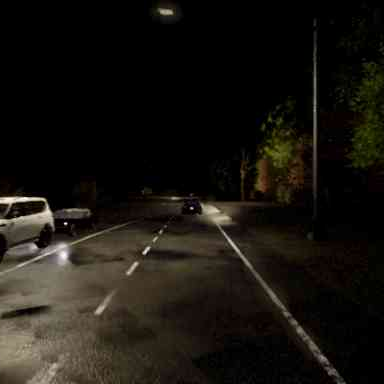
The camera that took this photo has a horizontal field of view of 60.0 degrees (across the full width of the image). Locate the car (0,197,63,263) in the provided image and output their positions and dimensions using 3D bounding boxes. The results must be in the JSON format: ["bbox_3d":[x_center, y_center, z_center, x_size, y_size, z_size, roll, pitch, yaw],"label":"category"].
[{"bbox_3d":[-6.916,1.224,11.846,2.150,2.045,5.566,0,0,1],"label":"car"}]

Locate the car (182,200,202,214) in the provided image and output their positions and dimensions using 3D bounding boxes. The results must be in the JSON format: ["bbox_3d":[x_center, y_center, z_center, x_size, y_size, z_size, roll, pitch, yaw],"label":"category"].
[{"bbox_3d":[-0.004,1.561,34.737,1.994,1.385,4.181,0,0,0],"label":"car"}]

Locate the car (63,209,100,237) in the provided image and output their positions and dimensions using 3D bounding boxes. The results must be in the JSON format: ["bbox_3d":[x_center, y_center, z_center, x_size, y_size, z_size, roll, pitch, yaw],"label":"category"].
[{"bbox_3d":[-6.679,1.603,18.212,1.895,1.301,4.718,0,0,4],"label":"car"}]
